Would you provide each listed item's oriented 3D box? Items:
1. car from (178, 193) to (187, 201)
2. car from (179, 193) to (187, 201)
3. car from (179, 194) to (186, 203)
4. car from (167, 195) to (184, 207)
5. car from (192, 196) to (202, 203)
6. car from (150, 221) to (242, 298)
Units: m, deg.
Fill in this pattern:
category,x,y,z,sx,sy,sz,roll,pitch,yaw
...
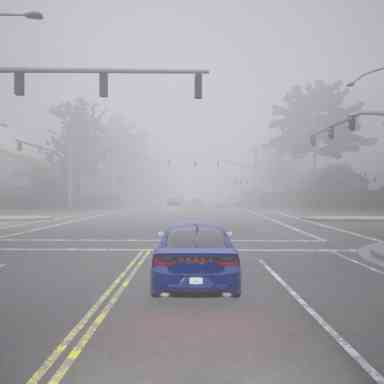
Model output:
category,x,y,z,sx,sy,sz,roll,pitch,yaw
car,-2.414,1.225,84.374,2.150,2.045,5.566,0,0,0
car,-2.525,1.552,71.234,1.994,1.385,4.181,0,0,0
car,-2.673,1.601,61.274,1.895,1.301,4.718,0,0,1
car,-2.770,1.564,51.451,1.994,1.385,4.181,0,0,1
car,1.045,1.564,67.577,1.994,1.385,4.181,0,0,0
car,0.085,1.478,8.578,1.882,1.535,5.008,0,0,0
